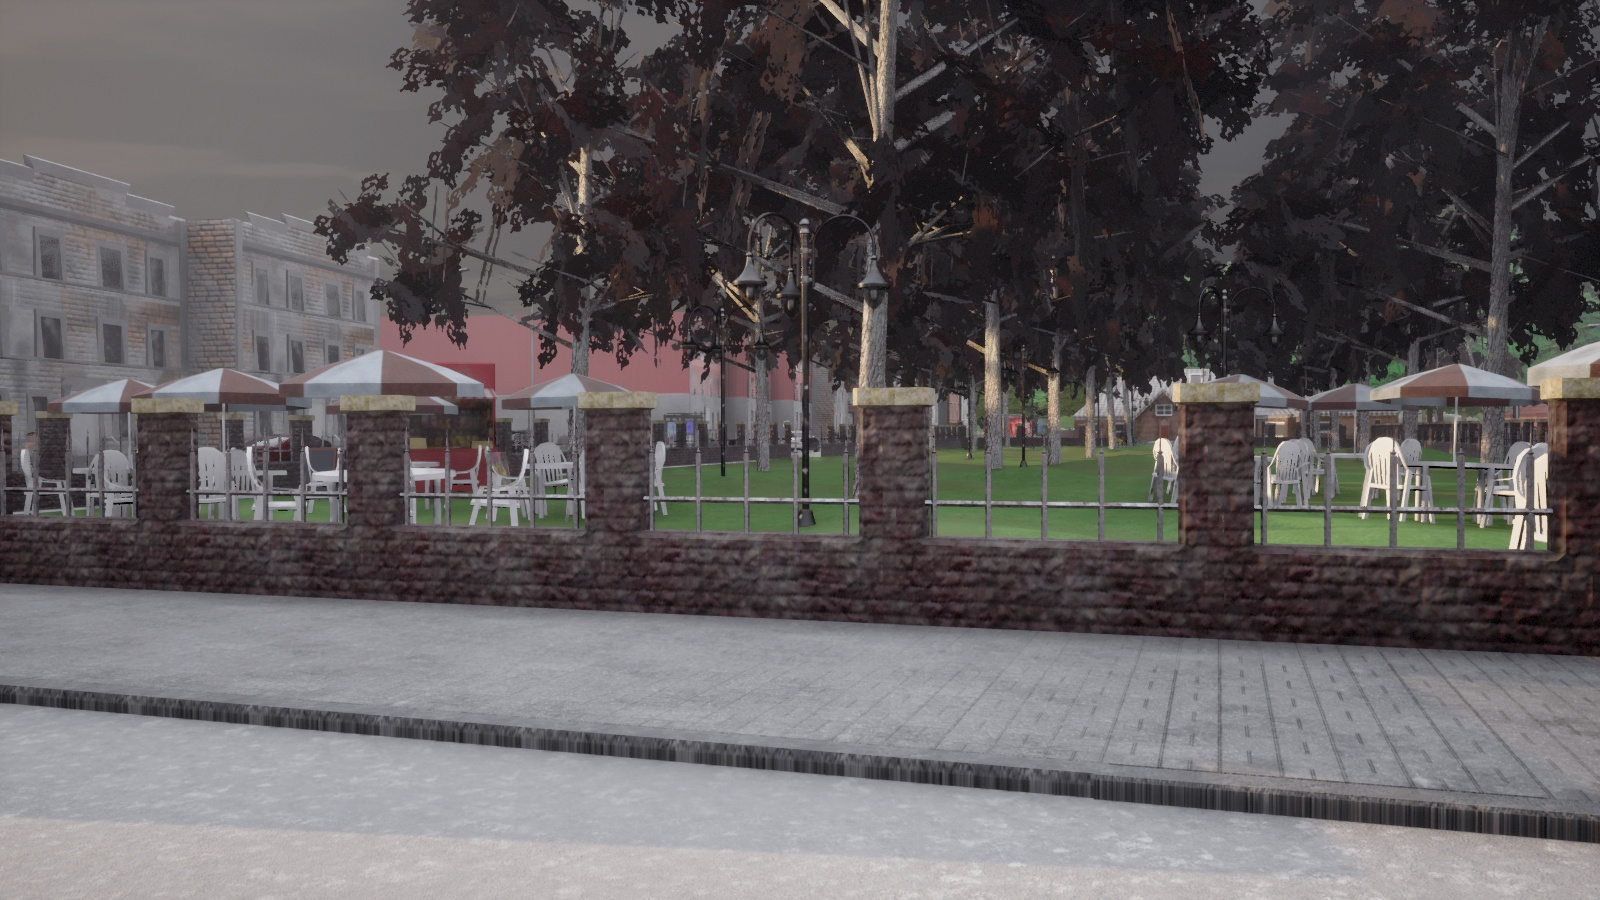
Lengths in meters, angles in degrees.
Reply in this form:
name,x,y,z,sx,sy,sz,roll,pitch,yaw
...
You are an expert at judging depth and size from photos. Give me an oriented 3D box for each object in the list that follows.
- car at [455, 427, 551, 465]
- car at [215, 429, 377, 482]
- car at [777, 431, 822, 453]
name,x,y,z,sx,sy,sz,roll,pitch,yaw
car,-13.580,-0.219,57.778,2.033,1.649,4.856,1,1,18
car,-15.564,0.119,39.121,1.882,1.535,5.008,1,1,18
car,-0.002,-0.583,85.850,1.970,1.475,3.806,1,1,19
